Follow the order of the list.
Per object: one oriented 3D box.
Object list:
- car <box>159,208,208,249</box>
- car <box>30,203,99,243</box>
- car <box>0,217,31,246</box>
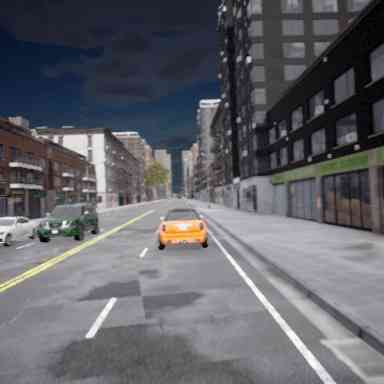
[{"bbox_3d":[-0.453,1.560,16.000,2.097,1.767,4.553,-2,-1,-2],"label":"car"},{"bbox_3d":[-7.172,1.733,19.952,2.150,2.045,5.566,-2,-1,-2],"label":"car"},{"bbox_3d":[-10.373,2.147,18.773,1.812,1.442,4.674,-2,-1,-2],"label":"car"}]
